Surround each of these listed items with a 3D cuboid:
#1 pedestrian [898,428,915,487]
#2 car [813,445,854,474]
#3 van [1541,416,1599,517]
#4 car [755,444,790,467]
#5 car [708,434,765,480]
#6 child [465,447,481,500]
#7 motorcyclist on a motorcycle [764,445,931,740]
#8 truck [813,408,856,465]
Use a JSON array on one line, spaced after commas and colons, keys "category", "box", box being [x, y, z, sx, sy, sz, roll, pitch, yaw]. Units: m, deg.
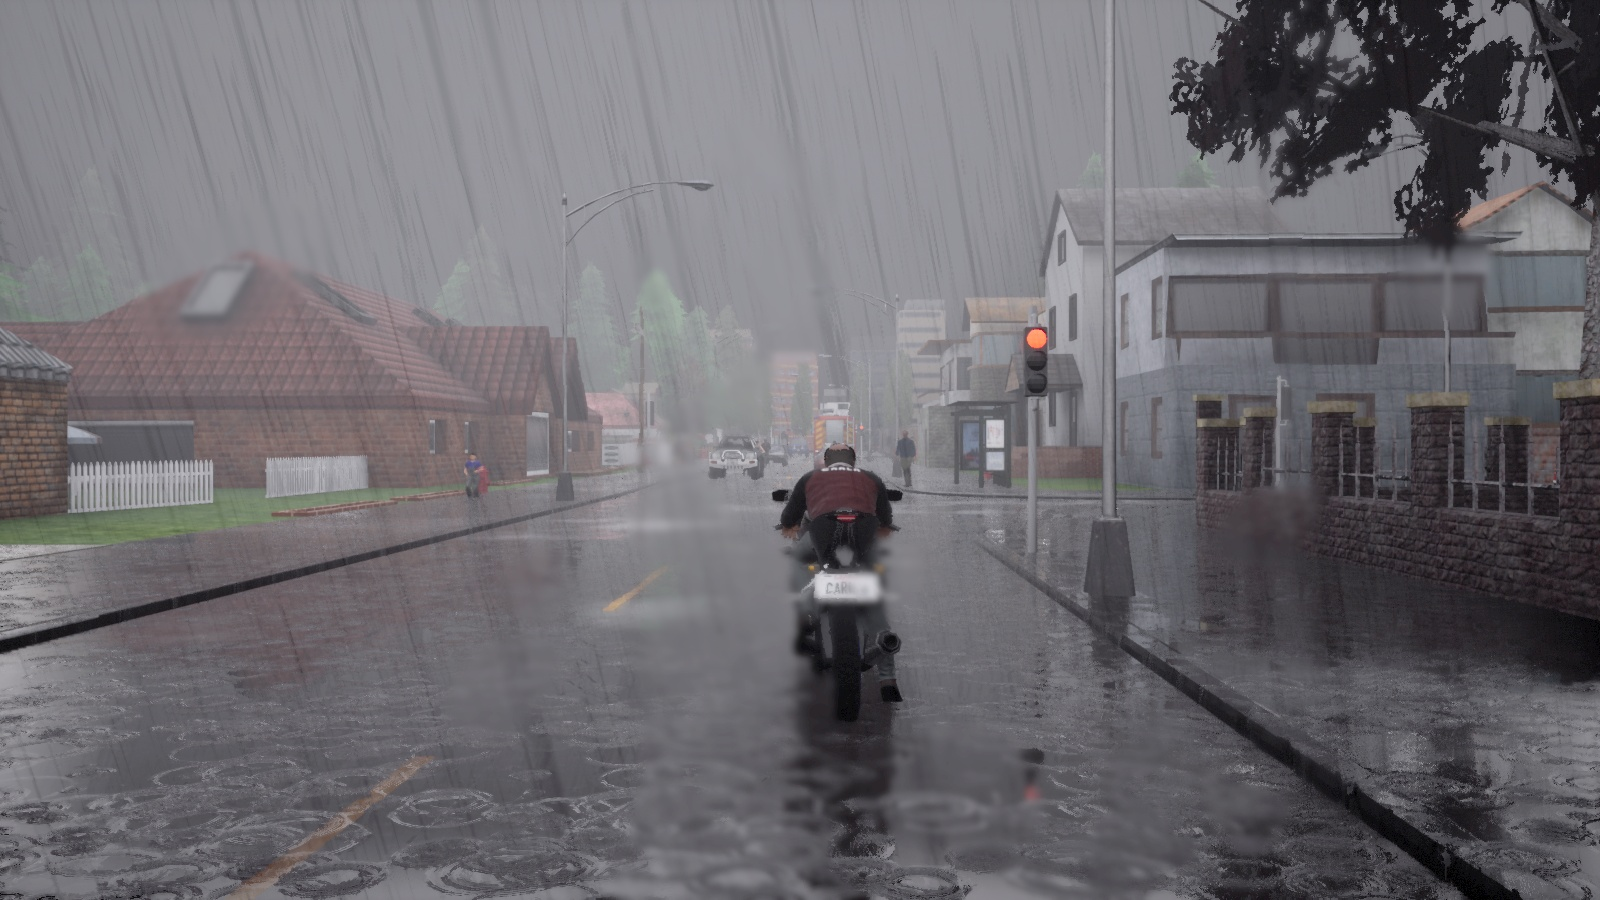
[{"category": "pedestrian", "box": [3.348, 0.236, 39.547, 0.402, 1.842, 0.726, 0, 0, 16]}, {"category": "car", "box": [1.709, 0.458, 62.615, 1.994, 1.385, 4.181, 0, 0, 2]}, {"category": "van", "box": [18.371, 0.336, 26.301, 4.480, 2.038, 2.069, 0, 0, -1]}, {"category": "car", "box": [-1.757, 0.331, 81.702, 2.033, 1.411, 5.357, 0, 0, 2]}, {"category": "car", "box": [-2.569, 0.268, 51.988, 1.932, 1.855, 4.605, 0, 0, 2]}, {"category": "child", "box": [-7.853, 0.559, 30.178, 0.270, 1.263, 0.437, 0, 0, 0]}, {"category": "motorcyclist on a motorcycle", "box": [0.244, 0.739, 7.623, 0.866, 1.530, 2.191, 0, 0, 0]}, {"category": "truck", "box": [2.443, -0.918, 88.847, 2.891, 3.827, 8.468, 0, 0, 1]}]
